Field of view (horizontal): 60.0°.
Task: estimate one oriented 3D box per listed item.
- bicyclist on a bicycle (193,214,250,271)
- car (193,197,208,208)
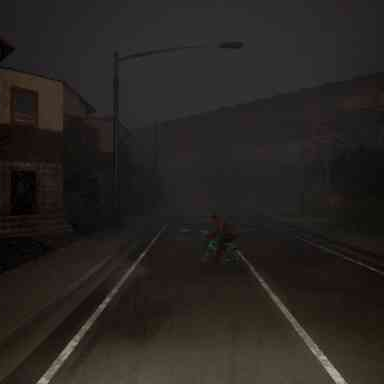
[{"bbox_3d":[0.827,1.452,9.418,1.656,1.620,0.582,0,0,0],"label":"bicyclist on a bicycle"},{"bbox_3d":[1.271,1.478,47.791,1.882,1.535,5.008,0,0,7],"label":"car"}]
